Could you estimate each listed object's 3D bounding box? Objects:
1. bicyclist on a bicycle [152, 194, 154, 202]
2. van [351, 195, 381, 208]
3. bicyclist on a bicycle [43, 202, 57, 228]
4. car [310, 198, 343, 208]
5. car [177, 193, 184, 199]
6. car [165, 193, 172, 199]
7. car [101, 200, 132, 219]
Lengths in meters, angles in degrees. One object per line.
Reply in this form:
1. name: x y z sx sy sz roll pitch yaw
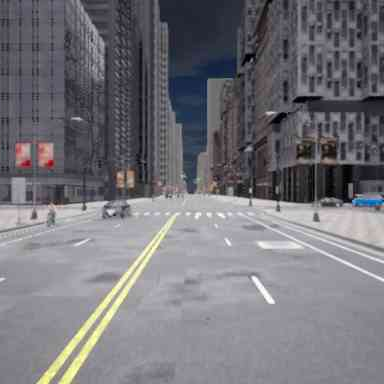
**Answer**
1. bicyclist on a bicycle: -8.774 1.371 74.465 0.659 1.776 1.843 0 0 0
2. van: 24.724 1.280 47.158 3.998 1.788 1.690 0 0 0
3. bicyclist on a bicycle: -9.032 1.430 21.324 0.866 1.612 1.509 0 0 -3
4. car: 19.105 1.501 47.180 4.403 1.369 2.008 0 0 0
5. car: -3.290 1.154 93.642 2.128 1.511 4.902 0 0 0
6. car: -6.540 1.107 93.640 1.882 1.535 5.008 0 0 0
7. car: -6.529 1.484 29.241 2.128 1.511 4.902 0 0 0
